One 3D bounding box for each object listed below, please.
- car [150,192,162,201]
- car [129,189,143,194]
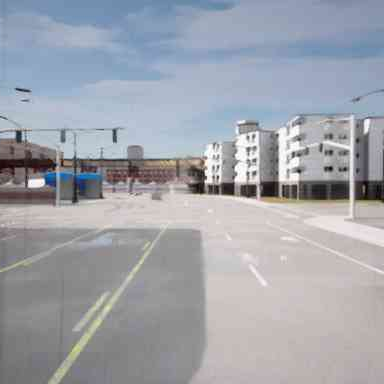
[{"bbox_3d":[-6.378,0.823,60.276,1.837,1.490,4.892,0,4,-3],"label":"car"},{"bbox_3d":[-13.999,0.033,83.170,2.097,1.767,4.553,-1,1,-35],"label":"car"}]
